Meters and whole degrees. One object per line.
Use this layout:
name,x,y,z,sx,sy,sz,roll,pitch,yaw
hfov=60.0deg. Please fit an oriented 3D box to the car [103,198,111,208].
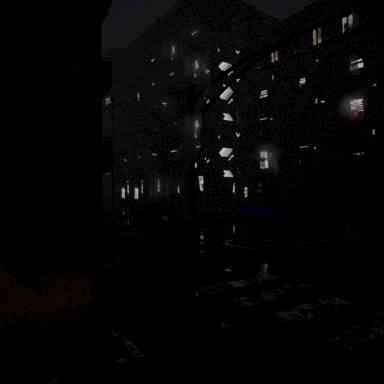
car,-11.715,1.463,47.841,1.887,1.381,4.507,-1,0,-36

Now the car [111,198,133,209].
car,-8.385,1.463,43.262,1.887,1.381,4.507,-1,0,-36

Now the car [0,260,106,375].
car,-3.551,1.525,4.032,4.829,1.417,1.752,0,0,-36

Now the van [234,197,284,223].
van,4.932,1.280,24.945,1.690,1.788,3.998,0,0,-36

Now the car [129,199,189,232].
car,-1.856,1.441,20.033,1.967,1.590,4.097,0,0,-36
